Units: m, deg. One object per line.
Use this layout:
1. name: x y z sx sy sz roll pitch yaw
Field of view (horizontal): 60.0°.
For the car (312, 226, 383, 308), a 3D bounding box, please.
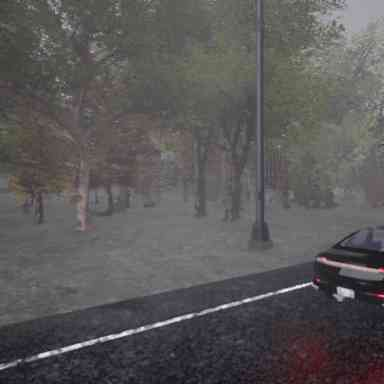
1. car: 4.555 1.465 6.998 4.902 1.511 2.128 0 0 -35
